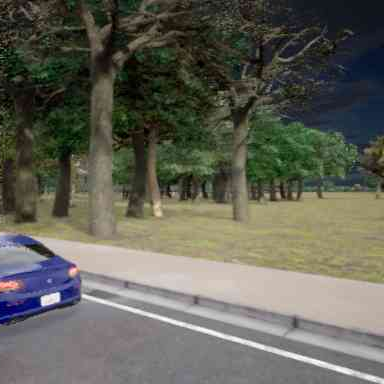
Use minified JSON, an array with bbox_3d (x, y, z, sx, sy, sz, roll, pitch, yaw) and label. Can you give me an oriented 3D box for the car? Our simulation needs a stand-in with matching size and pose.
[{"bbox_3d":[-4.119,1.547,6.620,4.674,1.442,1.812,0,0,35],"label":"car"}]
